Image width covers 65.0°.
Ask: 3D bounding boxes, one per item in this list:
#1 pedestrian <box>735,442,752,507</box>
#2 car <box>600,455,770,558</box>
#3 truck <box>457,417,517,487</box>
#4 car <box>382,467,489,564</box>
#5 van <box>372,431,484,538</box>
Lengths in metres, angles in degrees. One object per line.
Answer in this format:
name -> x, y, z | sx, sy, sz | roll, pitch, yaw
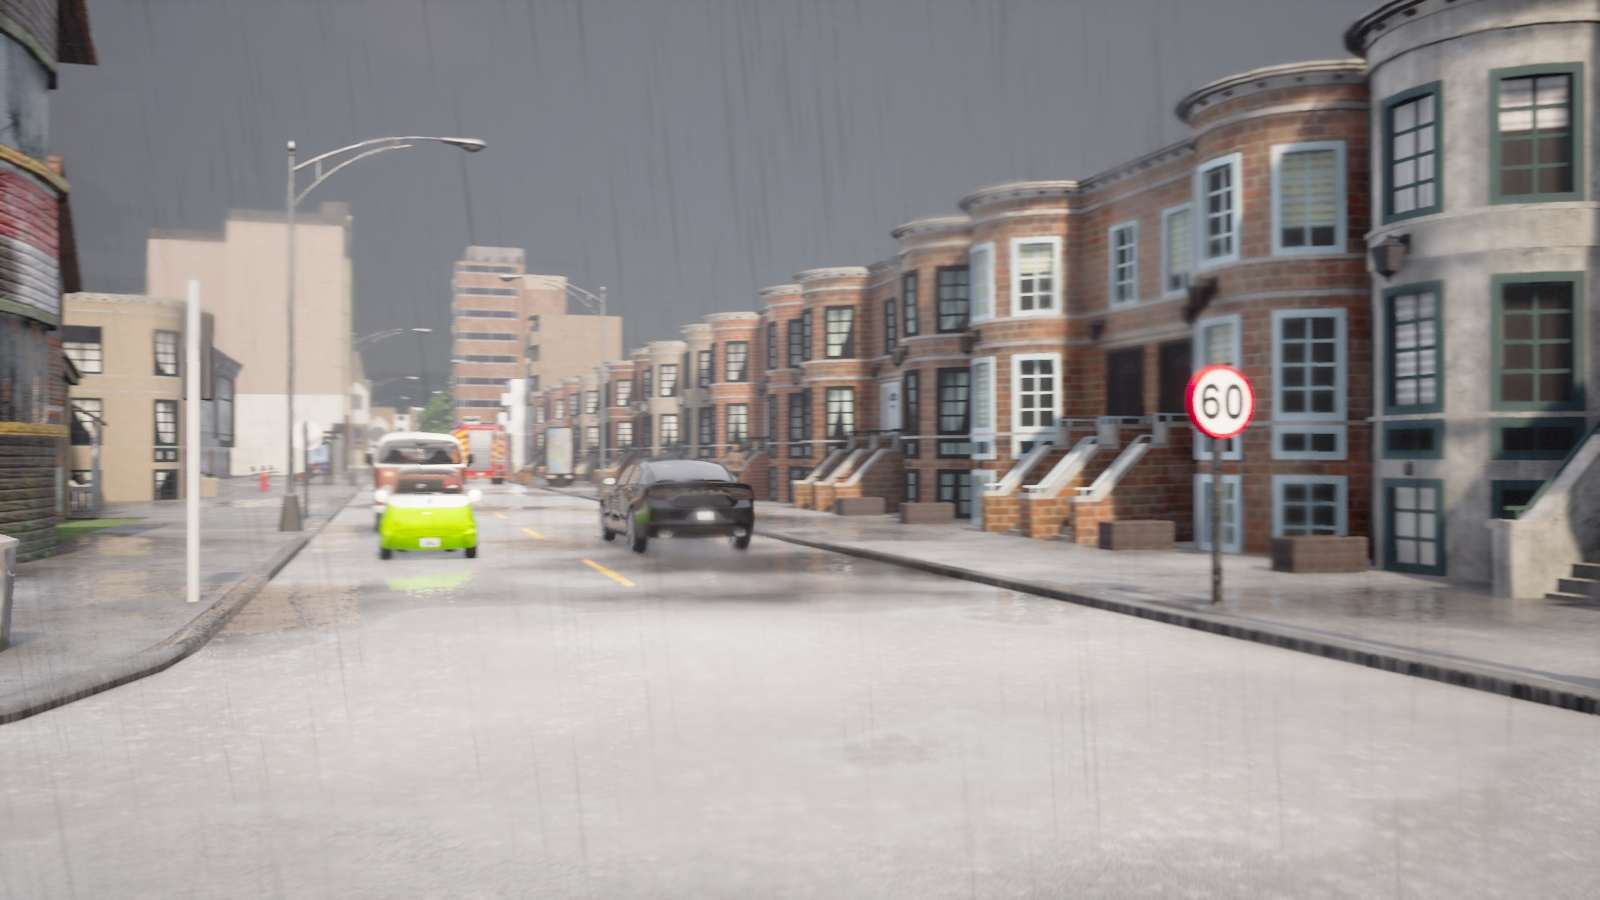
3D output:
pedestrian -> -1.620, 0.689, 35.875 | 0.331, 1.846, 0.634 | 0, 0, -18
car -> -2.119, 0.870, 21.516 | 1.882, 1.535, 5.008 | 0, 0, -17
truck -> -18.480, 0.138, 73.769 | 2.891, 3.827, 8.468 | 0, 0, -17
car -> -5.582, 0.951, 19.205 | 1.481, 1.376, 2.207 | 0, -1, -17
van -> -7.860, 0.676, 26.466 | 2.069, 2.038, 4.480 | 0, 0, -17
